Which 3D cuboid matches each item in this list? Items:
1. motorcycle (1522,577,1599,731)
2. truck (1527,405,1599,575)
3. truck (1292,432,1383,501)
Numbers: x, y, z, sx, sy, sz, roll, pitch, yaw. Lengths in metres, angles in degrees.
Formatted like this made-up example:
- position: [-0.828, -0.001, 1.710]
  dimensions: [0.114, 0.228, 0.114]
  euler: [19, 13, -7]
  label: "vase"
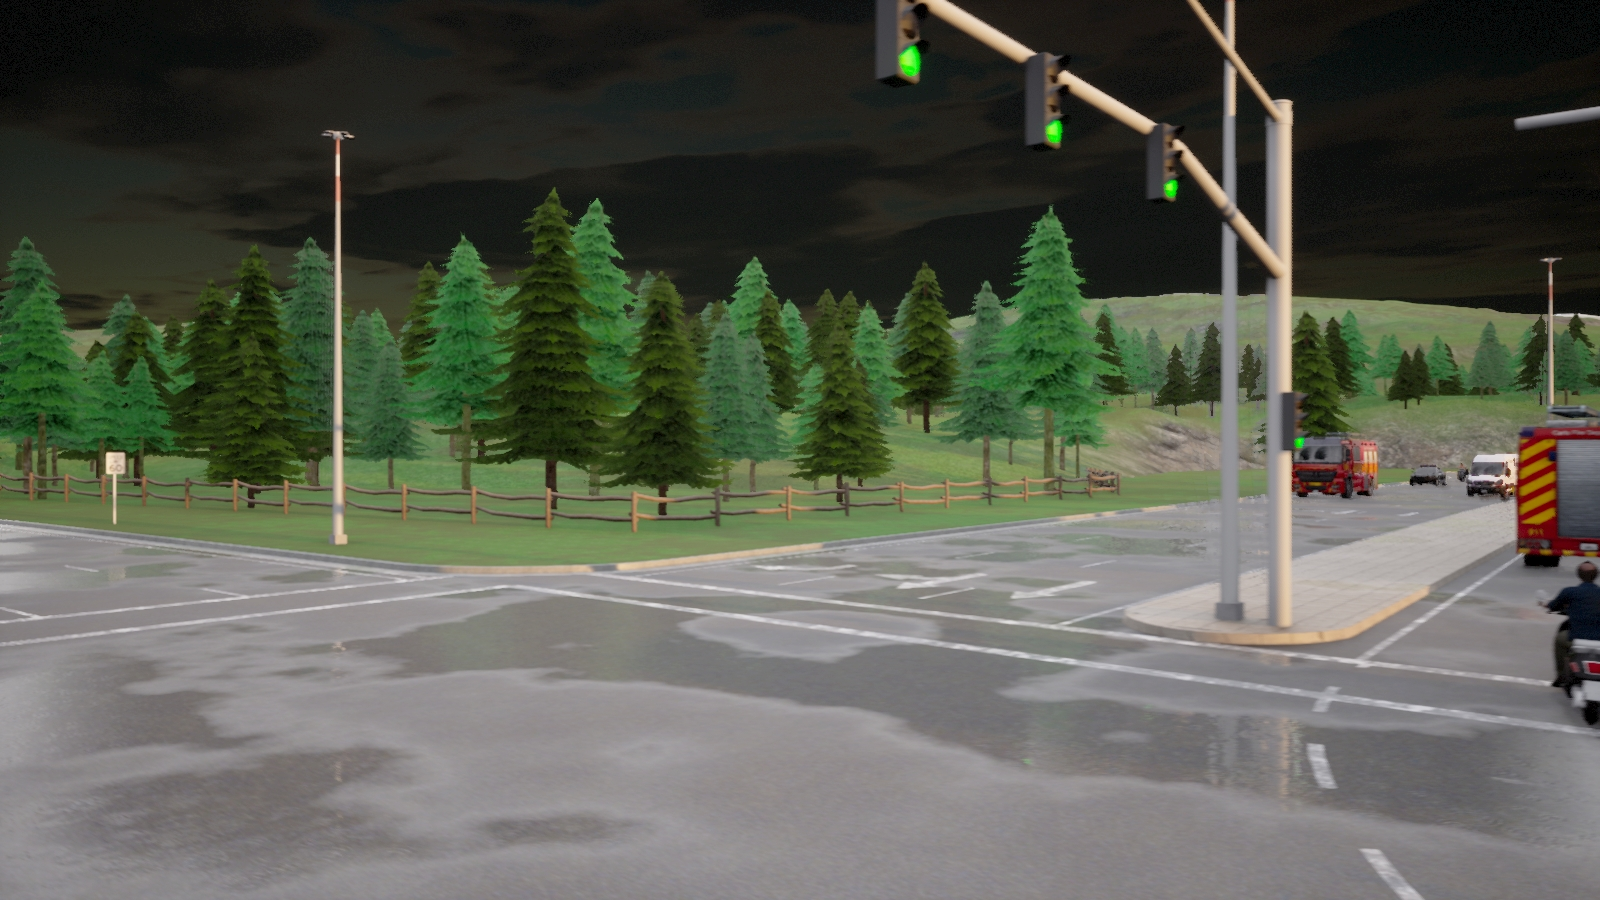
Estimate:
- position: [8.336, 2.142, 12.210]
  dimensions: [0.856, 1.316, 1.805]
  euler: [2, 1, 28]
  label: "motorcycle"
- position: [20.639, 0.891, 29.029]
  dimensions: [2.891, 3.827, 8.468]
  euler: [0, 0, 38]
  label: "truck"
- position: [31.885, 0.894, 67.547]
  dimensions: [2.891, 3.827, 8.468]
  euler: [0, 0, 39]
  label: "truck"
